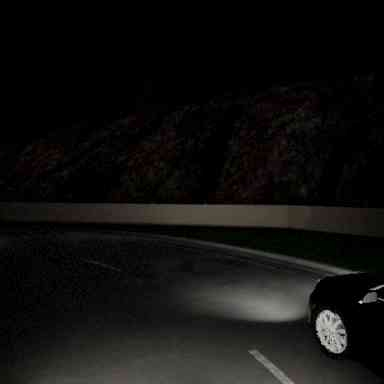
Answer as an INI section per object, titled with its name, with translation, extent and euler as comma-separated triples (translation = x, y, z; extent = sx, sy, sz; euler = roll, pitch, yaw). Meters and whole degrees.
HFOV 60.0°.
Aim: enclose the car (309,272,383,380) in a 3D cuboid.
[car]
translation = 3.002, 1.462, 3.112
extent = 1.837, 1.490, 4.892
euler = 1, 0, -12
